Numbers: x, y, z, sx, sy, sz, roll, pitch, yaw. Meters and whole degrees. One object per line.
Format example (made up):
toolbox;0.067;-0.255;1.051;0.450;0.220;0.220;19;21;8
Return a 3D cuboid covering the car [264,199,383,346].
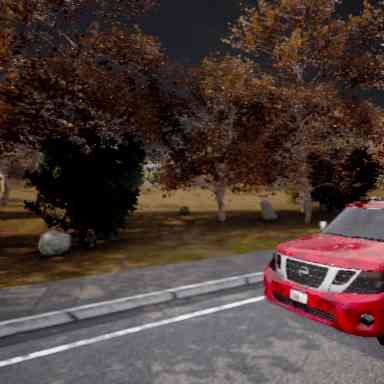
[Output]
car;3.956;1.164;6.291;5.566;2.045;2.150;-1;1;-30
